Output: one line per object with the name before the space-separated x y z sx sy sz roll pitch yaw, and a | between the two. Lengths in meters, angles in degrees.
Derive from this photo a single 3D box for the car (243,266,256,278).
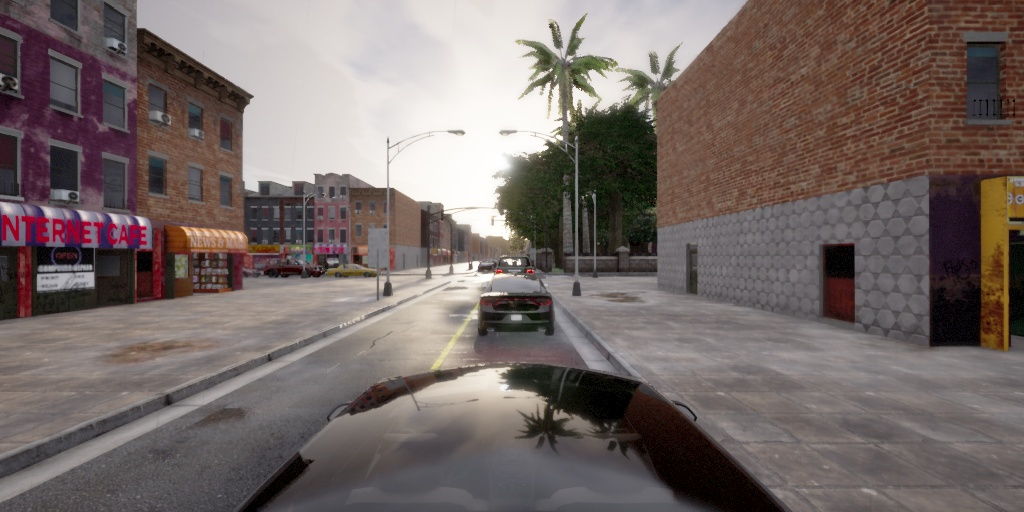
car | -25.515 1.409 33.026 4.207 1.307 1.802 0 0 0

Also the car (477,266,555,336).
car | 0.099 1.230 10.494 1.882 1.535 5.008 0 0 0

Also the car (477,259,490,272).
car | -2.984 1.138 44.327 2.097 1.767 4.553 0 0 3

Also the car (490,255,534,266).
car | 0.102 0.980 20.463 2.150 2.045 5.566 0 0 -1

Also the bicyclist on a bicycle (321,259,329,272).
bicyclist on a bicycle | -20.145 1.124 38.679 0.582 1.620 1.656 0 0 0

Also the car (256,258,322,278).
car | -20.062 1.128 33.033 5.009 1.841 2.192 0 0 0

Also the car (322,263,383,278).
car | -14.441 1.324 33.040 4.829 1.417 1.751 0 0 0
